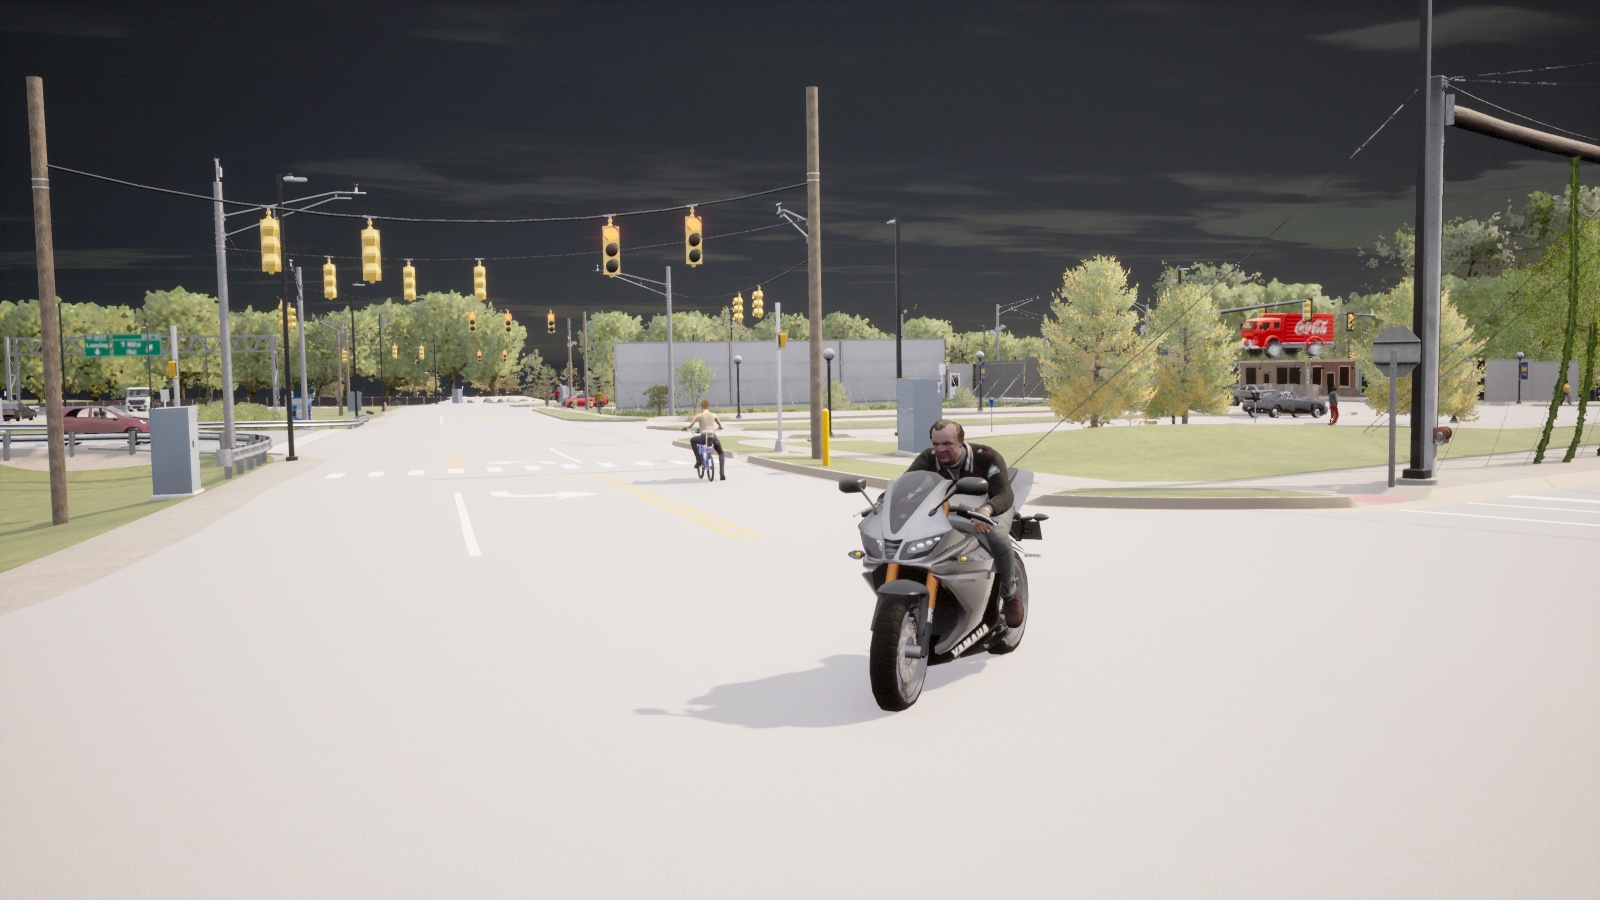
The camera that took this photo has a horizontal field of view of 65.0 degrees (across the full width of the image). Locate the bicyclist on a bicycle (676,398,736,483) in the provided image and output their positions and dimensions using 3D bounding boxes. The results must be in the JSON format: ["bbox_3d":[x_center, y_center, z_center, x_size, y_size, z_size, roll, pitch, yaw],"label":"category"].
[{"bbox_3d":[-1.887,-0.210,24.951,0.866,1.612,1.509,-2,3,-16],"label":"bicyclist on a bicycle"}]

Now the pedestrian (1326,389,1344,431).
[{"bbox_3d":[23.903,-1.780,56.112,0.614,1.847,0.353,-2,4,-17],"label":"pedestrian"}]

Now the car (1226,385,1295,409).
[{"bbox_3d":[33.327,-3.854,91.030,2.152,1.651,5.027,-2,4,-15],"label":"car"}]

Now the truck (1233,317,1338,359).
[{"bbox_3d":[29.018,-6.728,75.113,5.204,2.467,2.627,-2,6,-15],"label":"truck"}]

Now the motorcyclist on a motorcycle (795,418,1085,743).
[{"bbox_3d":[0.895,0.607,7.232,0.866,1.530,2.191,0,3,29],"label":"motorcyclist on a motorcycle"}]

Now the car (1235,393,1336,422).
[{"bbox_3d":[26.544,-2.333,68.680,4.902,1.511,2.128,-1,3,-20],"label":"car"}]

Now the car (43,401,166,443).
[{"bbox_3d":[-26.076,-1.087,47.185,3.633,1.501,1.845,-1,3,-11],"label":"car"}]
